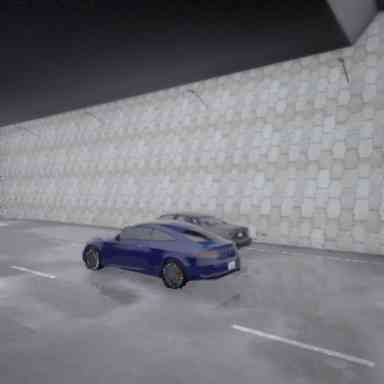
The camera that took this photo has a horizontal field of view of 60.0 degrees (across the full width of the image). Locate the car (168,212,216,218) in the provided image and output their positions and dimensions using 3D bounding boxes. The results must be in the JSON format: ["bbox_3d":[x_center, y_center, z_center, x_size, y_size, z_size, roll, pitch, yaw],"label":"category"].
[{"bbox_3d":[-0.387,1.502,12.866,5.357,1.411,2.033,0,0,36],"label":"car"}]

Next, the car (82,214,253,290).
[{"bbox_3d":[-0.958,1.490,8.965,4.674,1.442,1.812,1,0,36],"label":"car"}]
